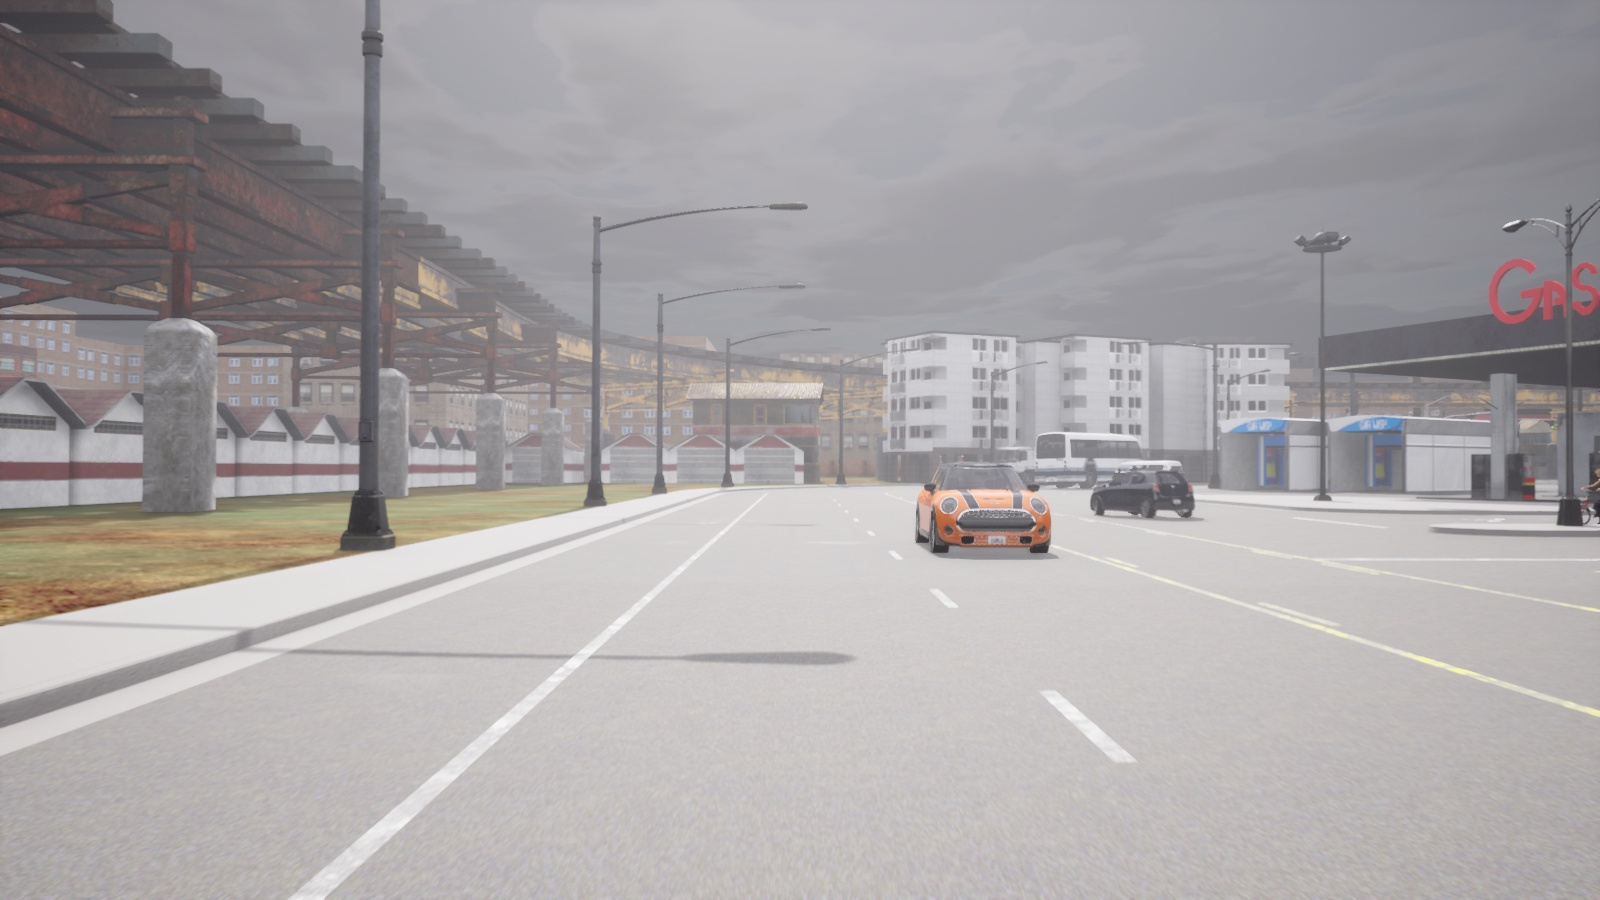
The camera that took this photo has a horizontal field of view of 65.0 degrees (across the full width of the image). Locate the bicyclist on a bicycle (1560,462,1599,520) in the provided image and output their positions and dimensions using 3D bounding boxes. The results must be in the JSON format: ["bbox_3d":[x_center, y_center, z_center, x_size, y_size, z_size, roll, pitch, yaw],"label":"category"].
[{"bbox_3d":[22.335,1.136,35.201,1.509,1.612,0.866,0,-1,-1],"label":"bicyclist on a bicycle"}]

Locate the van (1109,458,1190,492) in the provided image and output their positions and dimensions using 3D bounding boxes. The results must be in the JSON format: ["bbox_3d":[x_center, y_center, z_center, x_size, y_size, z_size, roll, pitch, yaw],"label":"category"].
[{"bbox_3d":[21.406,1.488,77.084,2.069,2.038,4.480,0,-1,-37],"label":"van"}]

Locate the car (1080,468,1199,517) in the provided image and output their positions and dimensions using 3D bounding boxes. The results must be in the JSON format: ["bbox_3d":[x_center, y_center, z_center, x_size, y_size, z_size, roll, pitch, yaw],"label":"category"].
[{"bbox_3d":[10.877,1.329,40.441,1.845,1.501,3.633,0,-1,-22],"label":"car"}]

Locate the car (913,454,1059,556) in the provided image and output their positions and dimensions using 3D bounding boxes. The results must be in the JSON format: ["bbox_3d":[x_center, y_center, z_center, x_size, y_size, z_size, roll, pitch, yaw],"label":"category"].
[{"bbox_3d":[3.446,0.986,24.149,2.097,1.767,4.553,0,-1,0],"label":"car"}]
